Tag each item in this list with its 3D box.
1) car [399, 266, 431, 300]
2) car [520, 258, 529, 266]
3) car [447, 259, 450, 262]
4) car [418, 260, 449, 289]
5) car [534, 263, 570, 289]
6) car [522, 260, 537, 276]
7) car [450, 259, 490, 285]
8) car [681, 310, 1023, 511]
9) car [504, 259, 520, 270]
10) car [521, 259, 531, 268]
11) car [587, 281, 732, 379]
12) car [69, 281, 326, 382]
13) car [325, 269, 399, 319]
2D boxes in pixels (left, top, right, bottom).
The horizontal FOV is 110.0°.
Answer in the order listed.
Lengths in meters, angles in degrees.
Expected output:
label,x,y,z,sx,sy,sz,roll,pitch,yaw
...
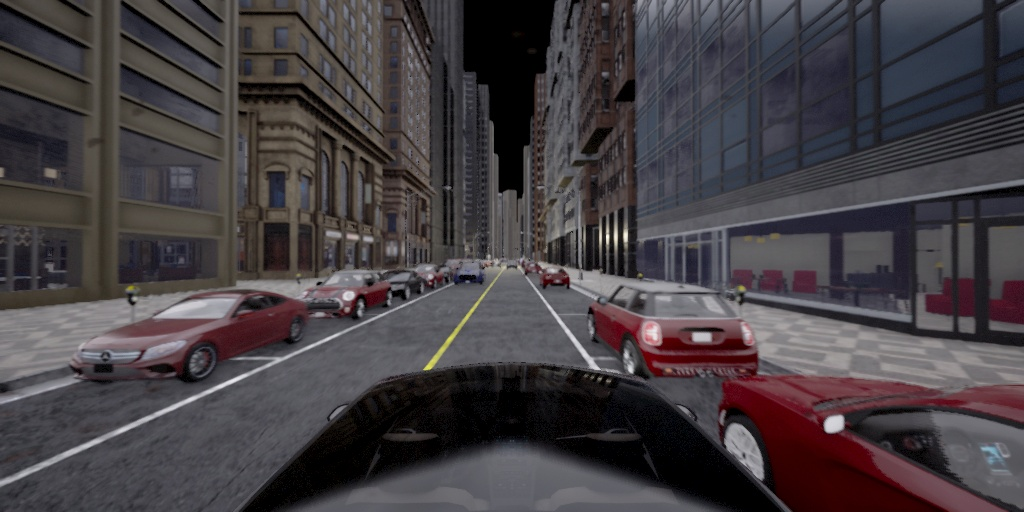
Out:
label,x,y,z,sx,sy,sz,roll,pitch,yaw
car,-5.763,1.391,18.352,1.948,1.339,4.313,0,0,0
car,2.764,1.450,57.576,1.967,1.591,4.097,0,0,0
car,-5.762,1.217,35.157,2.192,1.841,5.009,0,0,0
car,-5.762,1.291,23.953,1.967,1.591,4.097,0,0,0
car,2.763,1.396,23.964,1.888,1.381,4.507,0,0,0
car,2.352,1.453,40.624,1.812,1.442,4.674,0,0,0
car,-3.095,1.218,27.253,2.097,1.767,4.553,0,0,0
car,2.762,1.294,1.557,1.888,1.381,4.507,0,0,0
car,0.002,1.626,60.414,1.895,1.301,4.718,0,0,0
car,2.764,1.533,51.974,2.007,1.370,4.403,0,0,0
car,2.762,1.214,7.158,1.967,1.591,4.097,0,0,0
car,-5.763,1.357,7.148,1.802,1.307,4.207,0,0,0
car,-5.763,1.240,12.750,1.967,1.591,4.097,0,0,0
